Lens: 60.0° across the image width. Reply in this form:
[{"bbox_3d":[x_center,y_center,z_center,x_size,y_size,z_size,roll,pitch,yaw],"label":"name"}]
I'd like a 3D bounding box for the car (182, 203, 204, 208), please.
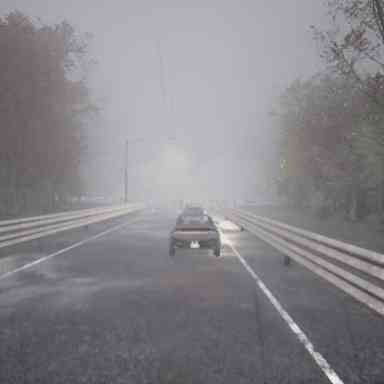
[{"bbox_3d":[0.100,1.822,31.804,2.128,1.511,4.902,0,0,0],"label":"car"}]

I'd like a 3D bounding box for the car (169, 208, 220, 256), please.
[{"bbox_3d":[0.100,1.638,13.807,2.128,1.511,4.902,0,-1,0],"label":"car"}]
